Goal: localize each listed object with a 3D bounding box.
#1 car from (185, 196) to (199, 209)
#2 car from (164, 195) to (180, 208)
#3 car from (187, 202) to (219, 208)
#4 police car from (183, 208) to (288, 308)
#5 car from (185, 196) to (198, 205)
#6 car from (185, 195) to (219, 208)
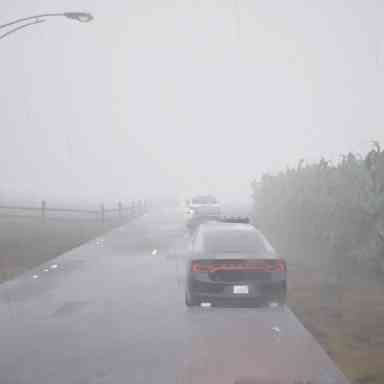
[{"bbox_3d":[-0.013,1.419,46.376,1.882,1.535,5.008,0,0,1],"label":"car"},{"bbox_3d":[-2.806,1.294,47.881,2.097,1.767,4.553,0,0,0],"label":"car"},{"bbox_3d":[0.803,1.490,18.021,1.837,1.490,4.892,0,0,0],"label":"car"},{"bbox_3d":[0.815,1.420,8.131,1.930,1.638,5.238,0,0,0],"label":"police car"},{"bbox_3d":[-0.069,1.452,59.821,2.128,1.511,4.902,0,0,0],"label":"car"},{"bbox_3d":[0.794,1.197,24.050,2.150,2.045,5.566,0,0,0],"label":"car"}]
